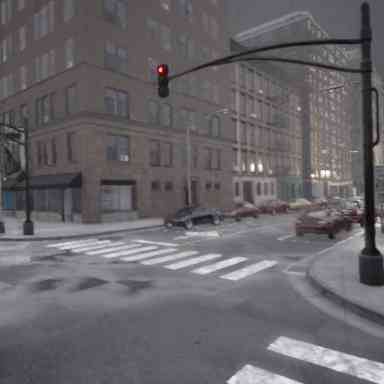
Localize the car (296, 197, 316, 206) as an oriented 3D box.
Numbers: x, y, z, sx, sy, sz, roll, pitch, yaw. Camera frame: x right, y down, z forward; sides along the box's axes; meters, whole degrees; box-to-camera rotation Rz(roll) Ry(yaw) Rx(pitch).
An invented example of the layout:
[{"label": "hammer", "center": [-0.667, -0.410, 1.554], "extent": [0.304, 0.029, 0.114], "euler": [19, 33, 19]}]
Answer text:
[{"label": "car", "center": [10.547, 1.240, 33.549], "extent": [1.752, 1.417, 4.829], "euler": [-1, 0, 40]}]

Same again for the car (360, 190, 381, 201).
[{"label": "car", "center": [31.779, 0.579, 59.168], "extent": [2.192, 1.841, 5.009], "euler": [-1, 0, 40]}]

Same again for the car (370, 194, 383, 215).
[{"label": "car", "center": [16.831, 1.009, 28.560], "extent": [1.967, 1.590, 4.097], "euler": [-1, 0, 40]}]

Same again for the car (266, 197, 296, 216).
[{"label": "car", "center": [7.134, 1.335, 29.432], "extent": [1.887, 1.381, 4.507], "euler": [-1, 0, 40]}]

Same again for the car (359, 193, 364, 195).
[{"label": "car", "center": [28.159, 0.865, 54.788], "extent": [1.752, 1.417, 4.829], "euler": [-1, 0, 40]}]

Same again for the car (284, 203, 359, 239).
[{"label": "car", "center": [6.269, 1.386, 15.815], "extent": [1.802, 1.307, 4.206], "euler": [-1, 0, 40]}]

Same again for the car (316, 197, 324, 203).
[{"label": "car", "center": [14.178, 1.217, 37.928], "extent": [1.802, 1.307, 4.206], "euler": [-1, 0, 40]}]

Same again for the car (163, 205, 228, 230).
[{"label": "car", "center": [0.092, 1.513, 20.937], "extent": [1.947, 1.339, 4.313], "euler": [-1, 0, 40]}]

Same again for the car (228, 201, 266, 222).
[{"label": "car", "center": [3.614, 1.450, 25.185], "extent": [1.802, 1.307, 4.206], "euler": [-1, 0, 40]}]

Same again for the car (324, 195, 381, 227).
[{"label": "car", "center": [9.788, 1.165, 20.064], "extent": [1.967, 1.590, 4.097], "euler": [-1, 0, 40]}]

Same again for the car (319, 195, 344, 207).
[{"label": "car", "center": [17.699, 1.142, 42.176], "extent": [1.802, 1.307, 4.206], "euler": [-1, 0, 40]}]
